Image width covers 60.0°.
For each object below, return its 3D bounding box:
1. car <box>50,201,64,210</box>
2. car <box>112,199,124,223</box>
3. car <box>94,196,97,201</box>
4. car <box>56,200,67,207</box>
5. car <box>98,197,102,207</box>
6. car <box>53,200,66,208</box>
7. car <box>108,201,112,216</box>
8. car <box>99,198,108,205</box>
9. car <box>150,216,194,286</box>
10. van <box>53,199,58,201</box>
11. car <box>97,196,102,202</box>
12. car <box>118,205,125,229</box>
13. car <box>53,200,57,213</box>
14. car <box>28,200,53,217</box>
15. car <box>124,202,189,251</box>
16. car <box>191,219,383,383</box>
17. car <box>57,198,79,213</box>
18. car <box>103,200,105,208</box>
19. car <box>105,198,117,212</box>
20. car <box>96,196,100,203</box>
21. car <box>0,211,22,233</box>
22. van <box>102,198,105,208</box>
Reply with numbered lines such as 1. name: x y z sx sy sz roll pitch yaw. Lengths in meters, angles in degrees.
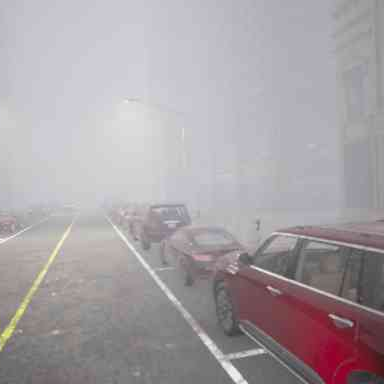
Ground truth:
1. car: -24.431 2.368 60.253 1.887 1.381 4.507 -2 0 -17
2. car: -4.742 1.583 25.305 1.967 1.590 4.097 -2 0 -17
3. car: -24.546 2.345 89.539 1.887 1.381 4.507 -2 0 -17
4. car: -27.683 2.457 70.797 1.752 1.417 4.829 -2 0 -17
5. car: -14.642 2.016 57.421 1.887 1.381 4.507 -2 0 -17
6. car: -26.082 2.423 65.606 1.887 1.381 4.507 -2 0 -17
7. car: -6.388 1.764 30.658 1.947 1.339 4.313 -2 0 -17
8. car: -19.645 2.163 73.643 1.752 1.417 4.829 -2 0 -17
9. car: 0.215 1.562 9.247 1.802 1.307 4.206 -2 0 -17
10. van: -22.788 2.110 54.900 1.690 1.788 3.998 -2 0 -17
11. car: -16.293 2.071 62.775 1.887 1.381 4.507 -2 0 -17
12. car: -3.087 1.655 19.953 1.947 1.339 4.313 -2 0 -17
13. car: -19.479 2.204 44.193 1.887 1.381 4.507 -2 0 -17
14. car: -17.832 2.044 38.840 1.967 1.590 4.097 -2 0 -17
15. car: -1.446 1.350 14.599 2.192 1.841 5.009 -2 0 -17
16. car: 1.855 1.243 3.893 2.192 1.841 5.009 -2 0 -17
17. car: -17.076 2.048 45.773 1.882 1.535 5.008 -2 0 -17
18. car: -9.689 1.889 41.364 1.802 1.307 4.206 -2 0 -17
19. car: -8.044 1.693 36.010 1.967 1.590 4.097 -2 0 -17
20. car: -17.947 2.021 68.127 1.967 1.590 4.097 -2 0 -17
21. car: -12.876 1.985 22.781 1.887 1.381 4.507 -2 0 -17
22. van: -11.349 1.703 46.715 1.690 1.788 3.998 -2 0 -17
